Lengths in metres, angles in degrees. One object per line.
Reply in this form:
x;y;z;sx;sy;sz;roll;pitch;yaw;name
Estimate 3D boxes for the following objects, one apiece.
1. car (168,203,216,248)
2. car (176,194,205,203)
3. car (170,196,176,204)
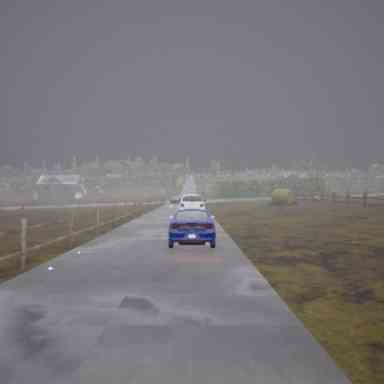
0.000;1.471;14.662;1.882;1.535;5.008;0;0;0;car
0.001;1.219;29.700;2.150;2.045;5.566;0;0;0;car
-2.749;1.387;58.693;1.882;1.535;5.008;0;0;0;car
